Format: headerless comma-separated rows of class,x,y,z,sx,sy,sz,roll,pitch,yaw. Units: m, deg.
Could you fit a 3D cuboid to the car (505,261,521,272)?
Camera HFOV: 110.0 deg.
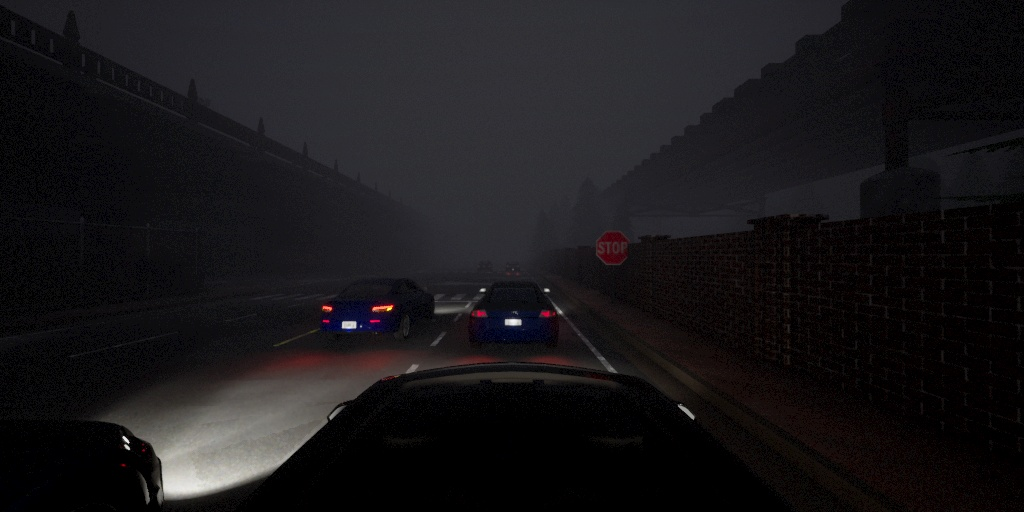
car,0.097,1.351,46.101,1.895,1.301,4.718,0,0,-1

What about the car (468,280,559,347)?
car,0.069,1.314,9.283,1.994,1.385,4.181,0,0,1

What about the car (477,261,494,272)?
car,-3.398,1.297,45.932,2.033,1.411,5.357,0,0,-1

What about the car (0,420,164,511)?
car,-3.398,1.314,0.709,1.994,1.385,4.181,0,0,0

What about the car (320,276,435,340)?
car,-3.413,1.276,9.805,1.812,1.442,4.674,0,0,0
